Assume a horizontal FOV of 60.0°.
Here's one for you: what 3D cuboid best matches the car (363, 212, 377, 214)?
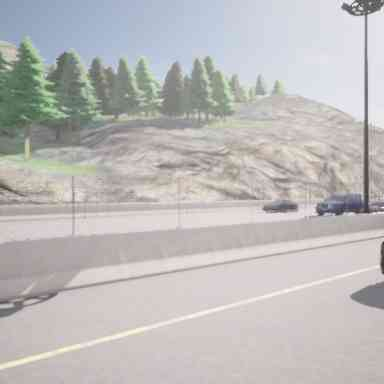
[{"bbox_3d":[16.314,1.495,28.545,4.892,1.490,1.837,0,0,-35],"label":"car"}]

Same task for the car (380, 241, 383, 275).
[{"bbox_3d":[6.831,1.474,8.628,5.008,1.535,1.882,0,0,-36],"label":"car"}]
